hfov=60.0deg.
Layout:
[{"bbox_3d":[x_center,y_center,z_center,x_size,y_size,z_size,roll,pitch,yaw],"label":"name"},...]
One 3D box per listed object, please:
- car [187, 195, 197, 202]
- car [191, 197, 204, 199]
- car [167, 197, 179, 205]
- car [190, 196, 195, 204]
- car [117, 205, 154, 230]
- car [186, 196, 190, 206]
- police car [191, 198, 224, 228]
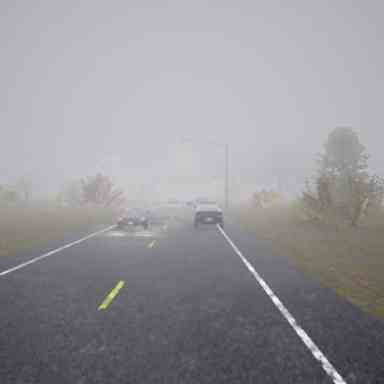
[{"bbox_3d":[0.003,1.475,73.131,2.033,1.411,5.357,0,0,0],"label":"car"},{"bbox_3d":[1.054,1.557,32.737,1.837,1.490,4.892,0,0,0],"label":"car"},{"bbox_3d":[-3.523,1.613,62.178,1.994,1.385,4.181,0,0,1],"label":"car"},{"bbox_3d":[1.055,1.406,38.709,2.097,1.767,4.553,0,0,0],"label":"car"},{"bbox_3d":[-3.594,1.566,21.824,1.812,1.442,4.674,0,0,0],"label":"car"},{"bbox_3d":[0.008,1.654,57.127,1.895,1.301,4.718,0,0,0],"label":"car"},{"bbox_3d":[1.054,1.468,22.846,1.930,1.638,5.238,0,0,0],"label":"police car"}]
